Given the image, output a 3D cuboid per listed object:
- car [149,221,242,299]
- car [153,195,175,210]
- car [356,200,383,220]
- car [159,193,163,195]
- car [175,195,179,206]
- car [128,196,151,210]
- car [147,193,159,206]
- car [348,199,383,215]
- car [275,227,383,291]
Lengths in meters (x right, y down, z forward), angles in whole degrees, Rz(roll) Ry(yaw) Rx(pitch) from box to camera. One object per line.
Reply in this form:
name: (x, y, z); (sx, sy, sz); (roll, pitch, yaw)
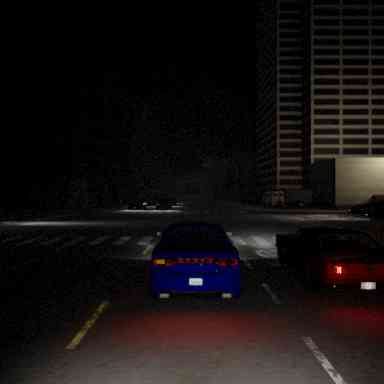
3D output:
car: (0.066, 1.477, 8.516); (1.882, 1.535, 5.008); (0, 0, 0)
car: (-3.587, 1.504, 43.517); (1.837, 1.490, 4.892); (0, 0, 0)
car: (16.492, 1.545, 27.223); (4.718, 1.301, 1.895); (0, 0, 0)
car: (-7.001, 1.199, 69.100); (2.150, 2.045, 5.566); (0, 0, 0)
car: (-3.582, 1.563, 54.575); (1.994, 1.385, 4.181); (0, 0, 0)
car: (-7.089, 1.547, 43.830); (2.033, 1.411, 5.357); (0, 0, 0)
car: (-7.084, 1.350, 54.240); (2.097, 1.767, 4.553); (0, 0, 0)
car: (17.008, 1.435, 30.724); (4.902, 1.511, 2.128); (0, 0, 0)
car: (3.606, 1.601, 8.924); (1.895, 1.301, 4.718); (0, 0, 1)
